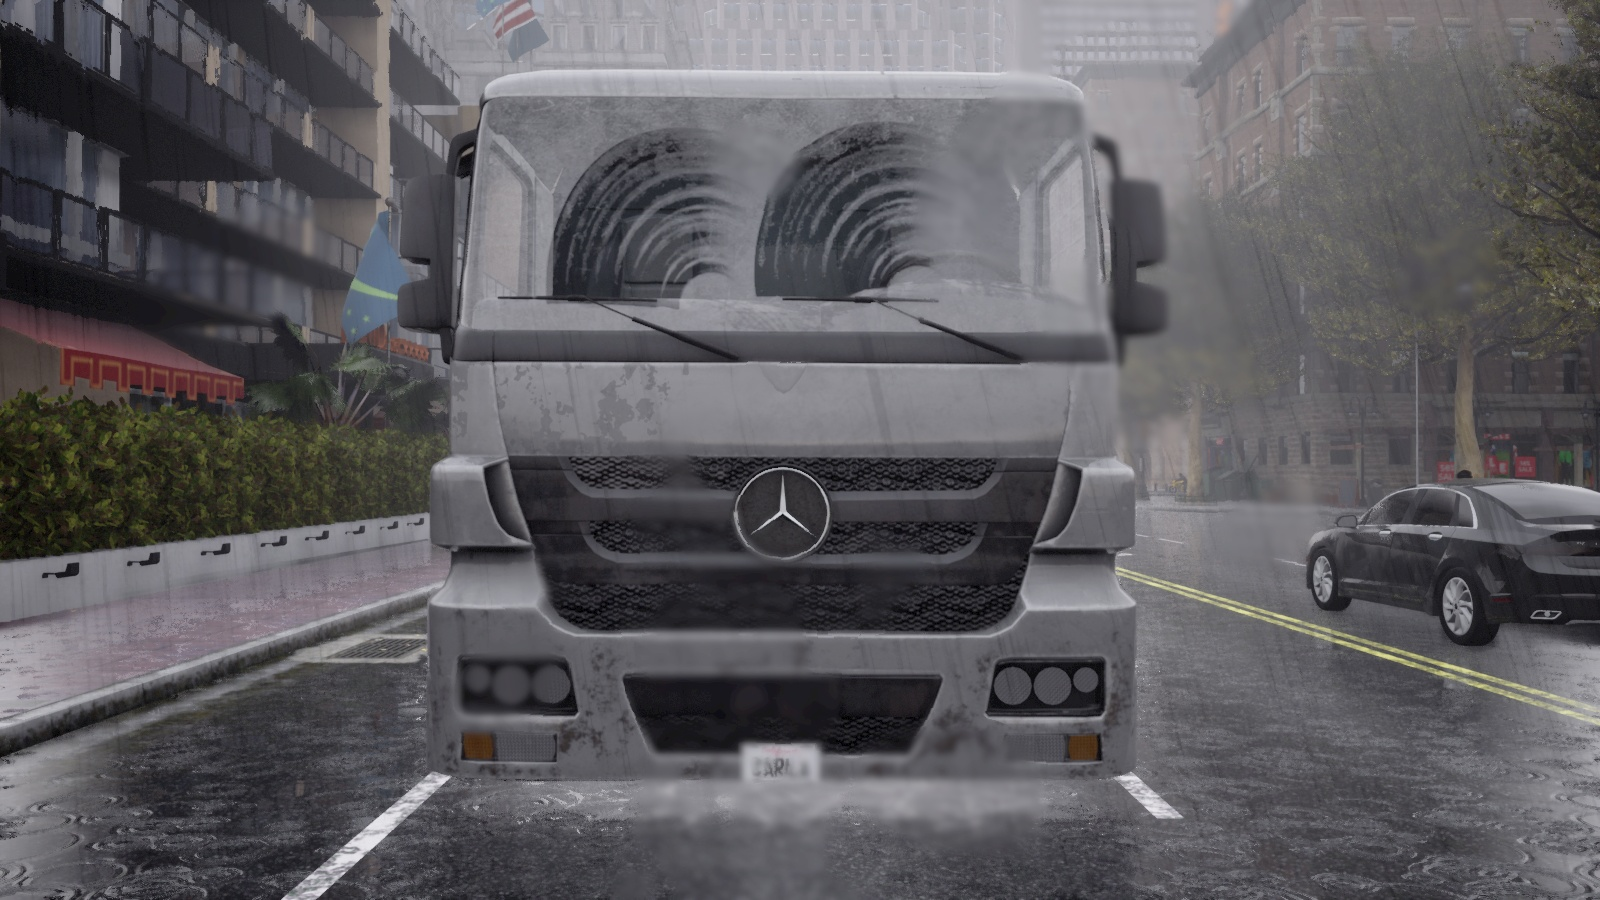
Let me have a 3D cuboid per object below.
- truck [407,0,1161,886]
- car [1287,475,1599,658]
[{"bbox_3d":[-0.100,-0.022,8.801,2.891,3.462,7.936,0,-1,-1],"label":"truck"},{"bbox_3d":[6.867,1.007,12.815,1.837,1.490,4.892,0,-1,-1],"label":"car"}]
